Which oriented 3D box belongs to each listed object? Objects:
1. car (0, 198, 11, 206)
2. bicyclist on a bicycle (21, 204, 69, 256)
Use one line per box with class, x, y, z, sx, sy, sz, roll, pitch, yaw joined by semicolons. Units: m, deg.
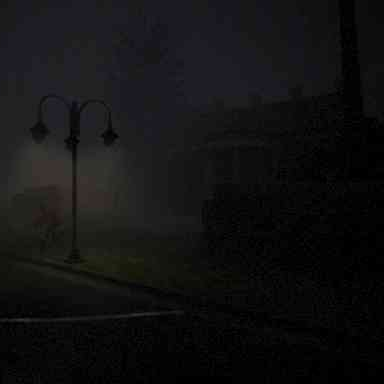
car;-25.186;1.186;42.193;1.895;1.301;4.718;0;0;5
bicyclist on a bicycle;-4.706;1.215;10.781;0.582;1.620;1.656;1;0;36
